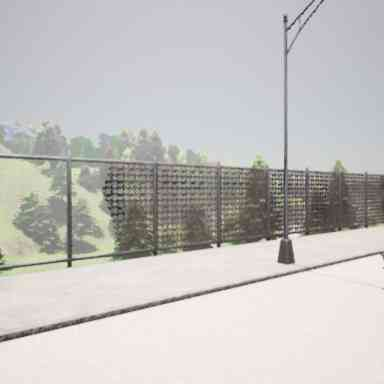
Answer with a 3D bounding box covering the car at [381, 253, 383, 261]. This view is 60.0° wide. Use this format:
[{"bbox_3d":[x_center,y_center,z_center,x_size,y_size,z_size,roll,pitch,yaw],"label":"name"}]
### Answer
[{"bbox_3d":[8.042,1.498,10.312,5.357,1.411,2.033,0,0,-35],"label":"car"}]
